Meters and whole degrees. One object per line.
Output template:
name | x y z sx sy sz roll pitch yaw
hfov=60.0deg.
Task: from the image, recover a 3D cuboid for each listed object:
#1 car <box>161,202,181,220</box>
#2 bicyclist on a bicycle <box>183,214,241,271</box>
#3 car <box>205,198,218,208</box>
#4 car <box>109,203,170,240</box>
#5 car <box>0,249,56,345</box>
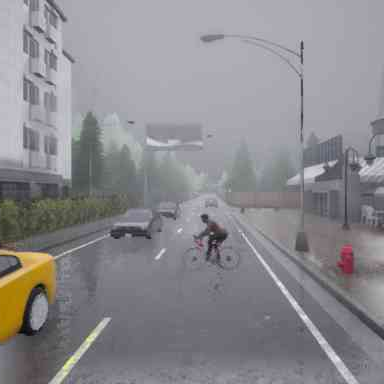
car | -2.005 1.545 28.289 2.033 1.411 5.357 0 0 3
bicyclist on a bicycle | 0.545 1.445 9.484 1.656 1.620 0.582 -2 0 3
car | 2.913 1.613 50.024 2.033 1.411 5.357 0 2 3
car | -2.678 1.546 17.395 2.033 1.411 5.357 0 0 3
car | -3.454 1.477 3.933 1.882 1.535 5.008 0 0 3
